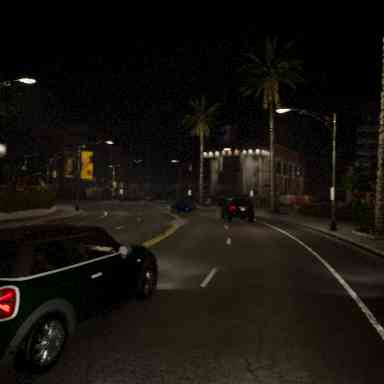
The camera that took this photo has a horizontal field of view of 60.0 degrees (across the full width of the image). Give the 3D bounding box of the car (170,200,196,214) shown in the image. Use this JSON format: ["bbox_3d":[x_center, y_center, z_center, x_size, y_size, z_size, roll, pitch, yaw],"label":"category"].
[{"bbox_3d":[-1.260,1.742,39.287,1.882,1.535,5.008,2,-1,-16],"label":"car"}]

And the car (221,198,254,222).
[{"bbox_3d":[3.959,1.525,29.596,2.150,2.045,5.566,1,0,-4],"label":"car"}]

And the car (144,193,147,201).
[{"bbox_3d":[-12.535,1.839,94.534,4.193,1.474,1.816,1,-1,33],"label":"car"}]

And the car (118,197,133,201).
[{"bbox_3d":[-16.641,1.553,88.145,4.553,1.767,2.185,1,-1,33],"label":"car"}]

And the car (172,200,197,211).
[{"bbox_3d":[-1.098,1.897,48.094,1.994,1.385,4.181,1,0,-26],"label":"car"}]

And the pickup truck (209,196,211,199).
[{"bbox_3d":[6.219,1.760,72.629,2.390,2.098,6.274,1,-1,33],"label":"pickup truck"}]

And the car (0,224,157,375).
[{"bbox_3d":[-2.286,1.347,5.964,2.097,1.767,4.553,1,-1,17],"label":"car"}]
